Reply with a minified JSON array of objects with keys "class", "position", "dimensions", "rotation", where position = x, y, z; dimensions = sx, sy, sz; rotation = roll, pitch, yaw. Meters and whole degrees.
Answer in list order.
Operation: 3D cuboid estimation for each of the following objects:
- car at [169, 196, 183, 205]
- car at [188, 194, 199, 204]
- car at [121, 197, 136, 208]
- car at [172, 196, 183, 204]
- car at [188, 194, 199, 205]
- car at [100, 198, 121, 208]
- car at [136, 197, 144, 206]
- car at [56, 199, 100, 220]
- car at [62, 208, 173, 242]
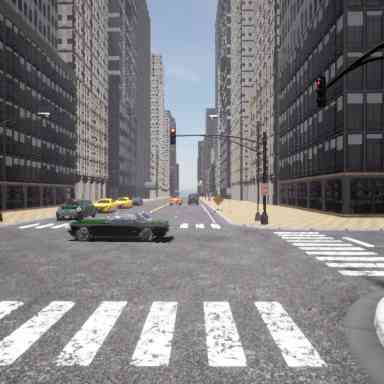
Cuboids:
[{"class":"car","position":[-2.971,1.452,59.982],"dimensions":[2.097,1.767,4.553],"rotation":[0,0,0]},{"class":"car","position":[0.282,1.361,70.401],"dimensions":[2.150,2.045,5.566],"rotation":[0,0,0]},{"class":"car","position":[-9.706,1.539,47.144],"dimensions":[1.882,1.535,5.008],"rotation":[0,0,0]},{"class":"car","position":[-2.970,1.634,70.170],"dimensions":[2.128,1.511,4.902],"rotation":[0,0,0]},{"class":"car","position":[0.279,1.606,60.193],"dimensions":[1.837,1.490,4.892],"rotation":[0,0,0]},{"class":"car","position":[-9.741,1.516,37.462],"dimensions":[1.882,1.535,5.008],"rotation":[0,0,0]},{"class":"car","position":[-9.634,1.640,57.792],"dimensions":[2.033,1.411,5.357],"rotation":[0,0,1]},{"class":"car","position":[-9.766,1.374,28.275],"dimensions":[2.097,1.767,4.553],"rotation":[0,0,0]},{"class":"car","position":[-3.331,1.606,15.812],"dimensions":[4.718,1.301,1.895],"rotation":[0,0,3]}]
